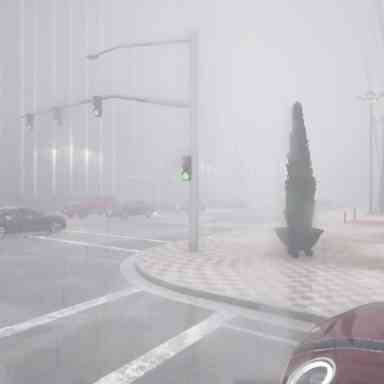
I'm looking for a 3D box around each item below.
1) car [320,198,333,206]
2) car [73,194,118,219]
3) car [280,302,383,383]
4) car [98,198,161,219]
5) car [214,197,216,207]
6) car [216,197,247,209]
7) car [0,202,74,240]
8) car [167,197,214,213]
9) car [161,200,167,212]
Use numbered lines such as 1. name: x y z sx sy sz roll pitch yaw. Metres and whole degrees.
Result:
1. car: 22.627 1.601 56.418 1.895 1.301 4.718 0 0 34
2. car: -8.898 1.221 29.884 2.150 2.045 5.566 0 0 35
3. car: 2.830 1.352 1.952 4.553 1.767 2.097 0 0 36
4. car: -5.303 1.491 28.933 2.128 1.511 4.902 0 0 35
5. car: 2.638 1.478 46.422 1.882 1.535 5.008 0 0 35
6. car: 5.721 1.491 44.722 2.128 1.511 4.902 0 0 35
7. car: -8.923 1.505 17.259 1.837 1.490 4.892 0 0 35
8. car: -0.092 1.491 36.405 2.128 1.511 4.902 0 0 35
9. car: -3.193 1.564 38.070 1.994 1.385 4.181 0 0 35
